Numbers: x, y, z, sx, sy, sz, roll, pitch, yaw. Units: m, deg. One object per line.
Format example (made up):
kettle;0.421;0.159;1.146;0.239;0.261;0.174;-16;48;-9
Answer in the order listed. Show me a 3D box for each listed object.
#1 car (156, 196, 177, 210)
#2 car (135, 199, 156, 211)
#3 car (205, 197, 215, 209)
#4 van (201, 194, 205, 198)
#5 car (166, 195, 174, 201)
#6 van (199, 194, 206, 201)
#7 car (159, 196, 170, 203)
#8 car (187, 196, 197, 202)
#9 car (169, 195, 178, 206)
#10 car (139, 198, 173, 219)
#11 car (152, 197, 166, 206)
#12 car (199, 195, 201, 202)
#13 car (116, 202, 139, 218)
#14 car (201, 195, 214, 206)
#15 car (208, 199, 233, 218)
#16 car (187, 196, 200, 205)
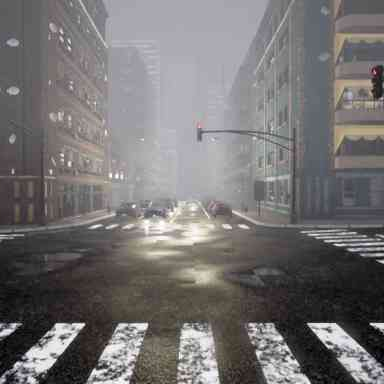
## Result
car;-3.089;1.511;39.850;1.837;1.490;4.892;0;0;0
car;-5.688;1.573;41.271;1.947;1.339;4.313;0;0;0
car;2.692;1.570;35.734;1.947;1.339;4.313;0;0;0
van;2.694;1.354;52.304;1.690;1.788;3.998;0;0;0
car;-5.679;1.563;85.290;1.752;1.417;4.829;0;0;0
van;2.700;1.379;85.446;1.690;1.788;3.998;-1;0;0
car;-5.682;1.605;68.889;1.802;1.307;4.206;0;0;0
car;0.015;1.452;69.703;1.895;1.301;4.718;0;0;0
car;-3.077;1.503;50.294;2.128;1.511;4.902;0;0;0
car;-3.095;1.550;29.731;2.033;1.411;5.357;0;0;0
car;-5.685;1.561;57.842;1.887;1.381;4.507;0;0;0
car;2.697;1.582;57.828;1.947;1.339;4.313;0;0;0
car;-5.690;1.568;30.224;1.947;1.339;4.313;0;0;0
car;2.694;1.554;46.781;1.887;1.381;4.507;0;0;0
car;2.691;1.584;30.211;1.802;1.307;4.206;0;0;0
car;0.012;1.543;59.667;1.812;1.442;4.674;0;0;0
